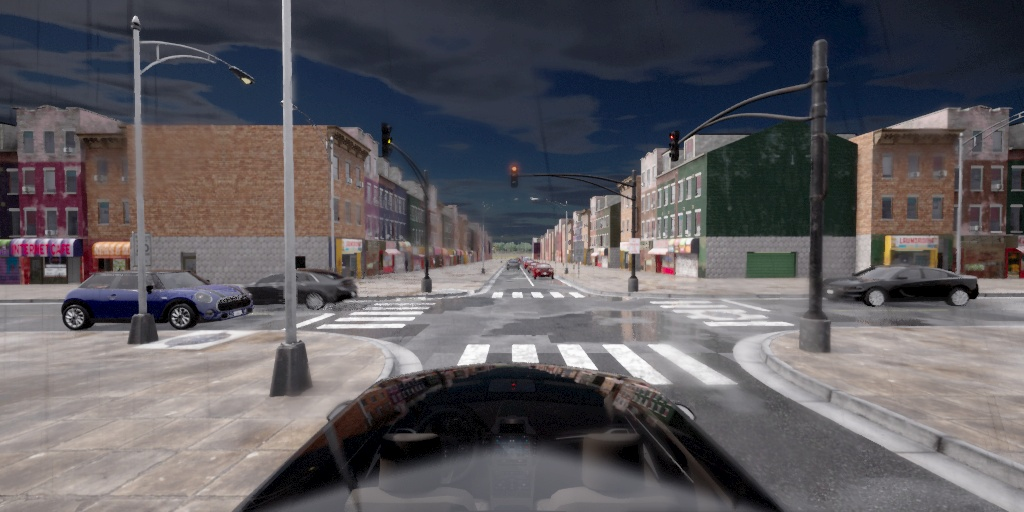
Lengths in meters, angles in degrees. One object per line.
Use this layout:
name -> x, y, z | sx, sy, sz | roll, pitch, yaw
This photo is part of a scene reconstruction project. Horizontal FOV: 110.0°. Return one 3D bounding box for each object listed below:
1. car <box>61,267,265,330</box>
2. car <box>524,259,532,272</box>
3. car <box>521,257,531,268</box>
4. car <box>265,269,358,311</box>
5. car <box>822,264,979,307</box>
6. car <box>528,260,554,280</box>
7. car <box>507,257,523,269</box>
car -> -10.791, 1.202, 11.170 | 4.553, 1.767, 2.097 | 0, 1, 0
car -> 2.723, 1.329, 42.705 | 1.802, 1.307, 4.207 | 0, 0, 0
car -> 2.746, 1.292, 53.770 | 1.888, 1.381, 4.507 | 0, 0, 0
car -> -8.664, 1.279, 14.123 | 4.892, 1.490, 1.837 | 0, 1, 0
car -> 14.988, 1.103, 14.061 | 5.008, 1.535, 1.882 | -1, 1, 0
car -> 2.700, 1.291, 31.640 | 1.888, 1.381, 4.507 | 0, 0, 0
car -> 0.209, 1.238, 54.050 | 2.128, 1.511, 4.902 | 0, 0, 0
